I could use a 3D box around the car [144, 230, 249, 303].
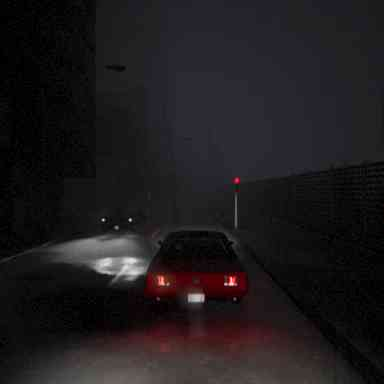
[{"bbox_3d":[0.089,1.592,8.123,1.895,1.301,4.718,0,0,0],"label":"car"}]

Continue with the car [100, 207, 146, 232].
[{"bbox_3d":[-4.007,1.579,19.918,1.895,1.301,4.718,0,0,0],"label":"car"}]
